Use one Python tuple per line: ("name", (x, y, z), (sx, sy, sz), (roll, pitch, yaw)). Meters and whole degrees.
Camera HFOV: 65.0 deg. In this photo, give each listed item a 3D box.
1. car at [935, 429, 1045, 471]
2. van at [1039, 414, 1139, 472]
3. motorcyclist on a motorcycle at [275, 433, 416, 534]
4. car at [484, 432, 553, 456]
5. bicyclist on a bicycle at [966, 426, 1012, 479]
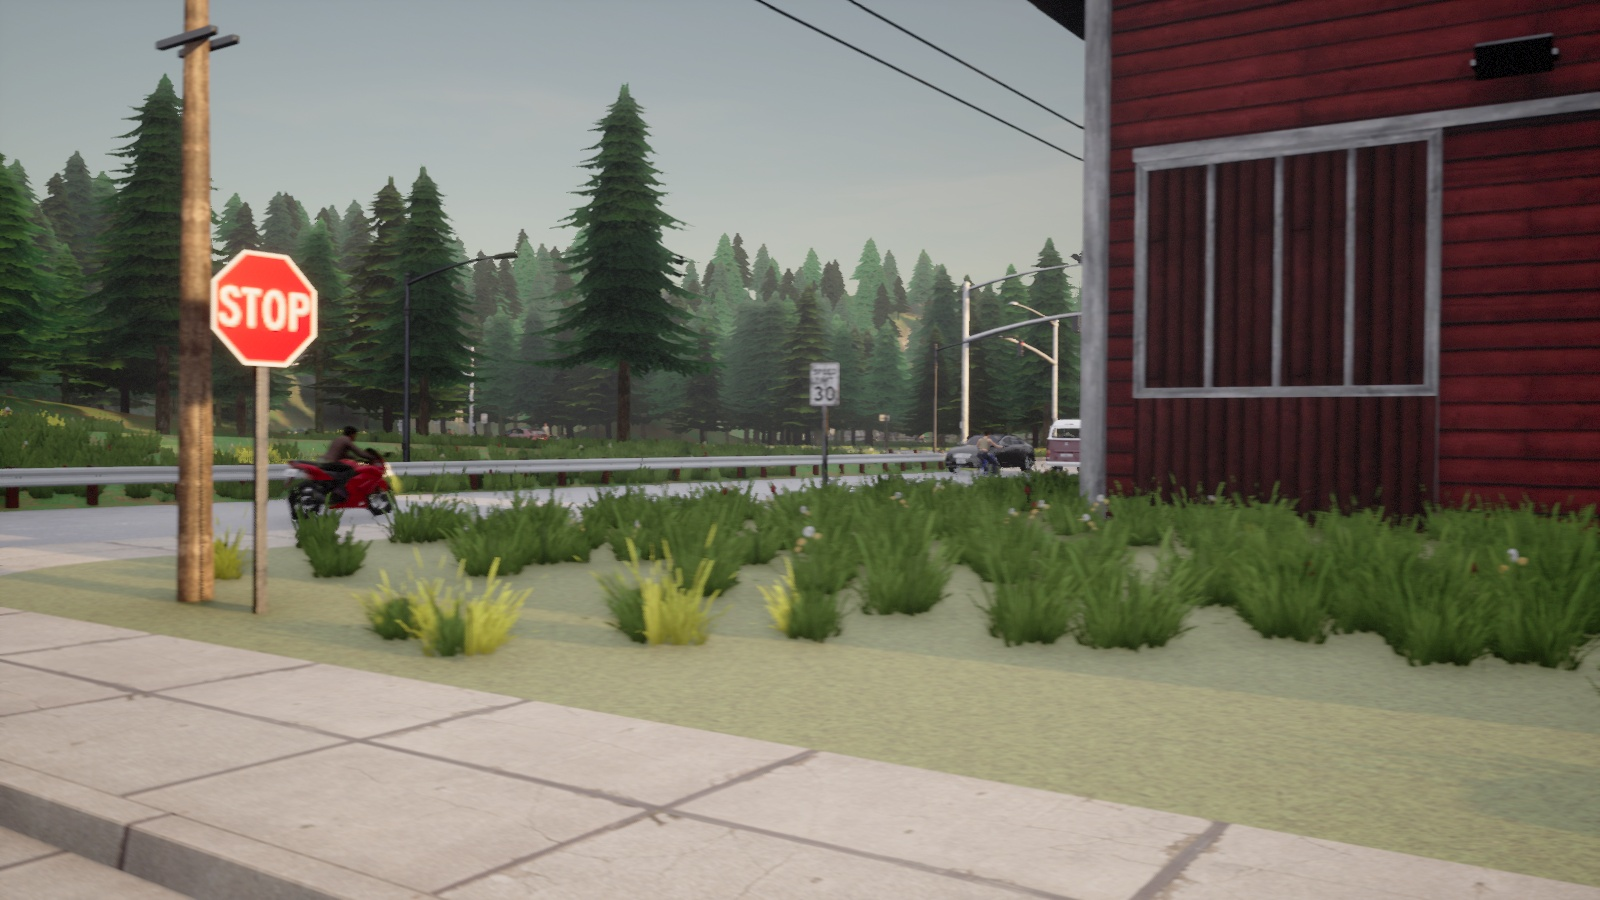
("car", (7.220, -0.031, 47.355), (2.128, 1.511, 4.902), (0, 1, 35))
("van", (10.688, -0.280, 46.283), (2.069, 2.038, 4.480), (0, 1, 35))
("motorcyclist on a motorcycle", (-7.287, 0.497, 20.238), (0.797, 1.523, 2.044), (0, 1, 35))
("car", (-19.849, -0.417, 88.505), (4.856, 1.649, 2.033), (0, 1, 36))
("bicyclist on a bicycle", (5.939, 0.070, 39.412), (0.866, 1.612, 1.509), (0, 1, 35))
